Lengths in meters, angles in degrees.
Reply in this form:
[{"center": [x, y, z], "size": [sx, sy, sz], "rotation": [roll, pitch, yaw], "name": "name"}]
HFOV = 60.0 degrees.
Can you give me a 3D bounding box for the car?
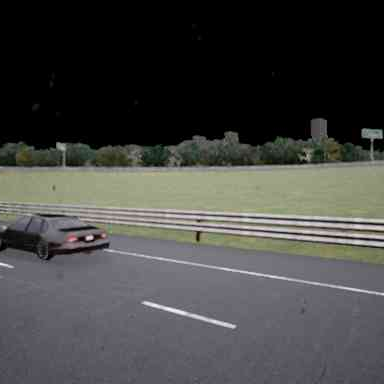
[{"center": [-5.320, 1.502, 12.088], "size": [5.357, 1.411, 2.033], "rotation": [0, 0, 35], "name": "car"}]
